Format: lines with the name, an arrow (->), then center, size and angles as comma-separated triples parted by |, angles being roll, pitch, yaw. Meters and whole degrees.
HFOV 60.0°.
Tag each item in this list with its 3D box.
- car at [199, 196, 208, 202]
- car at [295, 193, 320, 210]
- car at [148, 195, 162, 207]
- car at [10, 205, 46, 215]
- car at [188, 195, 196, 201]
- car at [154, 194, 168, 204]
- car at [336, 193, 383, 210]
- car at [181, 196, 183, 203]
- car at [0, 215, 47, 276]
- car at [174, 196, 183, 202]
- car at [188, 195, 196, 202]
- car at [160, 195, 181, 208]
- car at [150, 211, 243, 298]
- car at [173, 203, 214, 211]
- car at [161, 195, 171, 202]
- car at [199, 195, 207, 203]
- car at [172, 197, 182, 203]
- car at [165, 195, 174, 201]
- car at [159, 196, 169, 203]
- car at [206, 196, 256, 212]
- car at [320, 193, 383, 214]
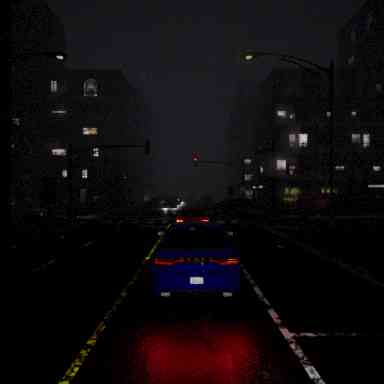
car -> 2.614, 1.612, 74.560 | 1.802, 1.307, 4.206 | 0, 0, 0
car -> 14.521, 1.015, 38.156 | 5.009, 1.841, 2.192 | -1, 1, -1
car -> -5.743, 1.580, 51.819 | 1.947, 1.339, 4.313 | 0, 0, 0
car -> -16.708, 1.888, 32.080 | 4.718, 1.301, 1.895 | -1, 0, -1
car -> -0.092, 1.570, 90.509 | 2.128, 1.511, 4.902 | 0, 0, 0
car -> -5.756, 1.336, 63.184 | 2.192, 1.841, 5.009 | 0, 0, 0
car -> 18.213, 0.988, 35.621 | 4.553, 1.767, 2.097 | -1, 0, -1
car -> -3.139, 1.370, 58.672 | 2.097, 1.767, 4.553 | 0, 0, 0
car -> -5.750, 1.582, 9.796 | 1.802, 1.307, 4.206 | 0, 0, 0
car -> -3.082, 1.621, 78.519 | 1.895, 1.301, 4.718 | 0, 0, 0
car -> -0.081, 1.513, 80.399 | 1.882, 1.535, 5.008 | 0, 0, 0
car -> -3.130, 1.560, 49.190 | 2.033, 1.411, 5.357 | 0, 0, -1
car -> 0.094, 1.477, 8.590 | 1.882, 1.535, 5.008 | 0, 0, 0
car -> 0.080, 1.526, 17.931 | 1.812, 1.442, 4.674 | 0, 0, 1
car -> -5.767, 1.470, 74.549 | 1.967, 1.590, 4.097 | 0, 0, 0
car -> 2.630, 1.458, 57.512 | 1.967, 1.590, 4.097 | 0, 0, 0
car -> -3.081, 1.626, 68.180 | 1.895, 1.301, 4.718 | 0, 0, 0
car -> -5.779, 1.480, 85.915 | 1.967, 1.590, 4.097 | 0, 0, 0
car -> -5.761, 1.551, 68.697 | 1.752, 1.417, 4.829 | 0, 0, 0
car -> 4.291, 1.401, 35.485 | 4.892, 1.490, 1.837 | -1, 0, -1
car -> 14.664, 1.029, 29.778 | 5.009, 1.841, 2.192 | -1, 1, -1
